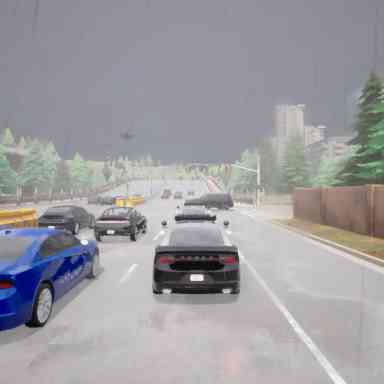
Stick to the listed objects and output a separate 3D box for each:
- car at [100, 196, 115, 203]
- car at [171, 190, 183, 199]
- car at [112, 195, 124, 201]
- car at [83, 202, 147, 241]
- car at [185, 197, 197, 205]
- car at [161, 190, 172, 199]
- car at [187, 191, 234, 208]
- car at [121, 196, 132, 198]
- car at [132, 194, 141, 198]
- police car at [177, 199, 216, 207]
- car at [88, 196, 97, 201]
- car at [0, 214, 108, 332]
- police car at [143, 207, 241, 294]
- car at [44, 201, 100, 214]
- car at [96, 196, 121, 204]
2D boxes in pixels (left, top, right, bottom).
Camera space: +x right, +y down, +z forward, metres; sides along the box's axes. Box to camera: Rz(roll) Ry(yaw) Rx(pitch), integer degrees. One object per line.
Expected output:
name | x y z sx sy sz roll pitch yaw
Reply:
car | -17.559 1.552 69.300 1.994 1.385 4.181 0 0 0
car | -3.672 0.903 88.152 2.097 1.767 4.553 0 3 0
car | -17.617 1.501 79.358 1.895 1.301 4.718 0 1 0
car | -3.422 1.491 16.569 2.128 1.511 4.902 0 0 1
car | -0.107 1.601 58.117 1.895 1.301 4.718 0 0 2
car | -7.175 1.071 88.574 1.994 1.385 4.181 0 4 0
car | 2.139 1.223 39.469 5.566 2.045 2.150 0 0 -10
car | -14.065 1.491 66.350 2.128 1.511 4.902 0 0 0
car | -14.153 1.225 85.038 2.128 1.511 4.902 0 2 0
police car | 0.084 1.425 18.813 1.930 1.638 5.238 0 0 0
car | -17.603 1.505 60.678 1.837 1.490 4.892 0 0 0
car | -3.406 1.478 6.995 1.882 1.535 5.008 0 0 0
police car | 0.093 1.425 8.910 1.930 1.638 5.238 0 0 0
car | -6.915 1.505 18.770 1.837 1.490 4.892 0 0 0
car | -14.123 1.547 56.727 2.033 1.411 5.357 0 0 0
